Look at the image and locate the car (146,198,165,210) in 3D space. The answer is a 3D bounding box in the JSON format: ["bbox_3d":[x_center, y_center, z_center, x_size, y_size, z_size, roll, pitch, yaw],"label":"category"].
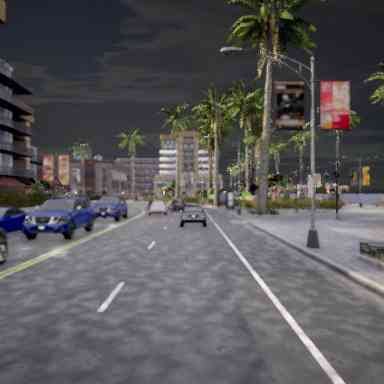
[{"bbox_3d":[-5.213,1.720,47.292,2.128,1.511,4.902,0,0,-13],"label":"car"}]

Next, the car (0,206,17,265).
[{"bbox_3d":[-7.002,1.396,8.899,2.097,1.767,4.553,0,0,0],"label":"car"}]

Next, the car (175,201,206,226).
[{"bbox_3d":[0.095,1.665,24.363,2.033,1.411,5.357,0,0,0],"label":"car"}]

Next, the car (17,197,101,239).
[{"bbox_3d":[-7.004,1.310,18.240,2.150,2.045,5.566,0,0,0],"label":"car"}]

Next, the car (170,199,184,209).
[{"bbox_3d":[-2.029,1.724,48.573,2.128,1.511,4.902,0,0,-12],"label":"car"}]

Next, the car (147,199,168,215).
[{"bbox_3d":[-3.661,1.700,36.242,1.812,1.442,4.674,0,0,-4],"label":"car"}]

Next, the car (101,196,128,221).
[{"bbox_3d":[-7.012,1.361,28.989,2.150,2.045,5.566,0,0,0],"label":"car"}]

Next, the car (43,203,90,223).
[{"bbox_3d":[-10.507,1.684,28.324,2.033,1.411,5.357,0,0,0],"label":"car"}]

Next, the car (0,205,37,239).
[{"bbox_3d":[-10.504,1.565,18.027,1.882,1.535,5.008,0,0,0],"label":"car"}]
